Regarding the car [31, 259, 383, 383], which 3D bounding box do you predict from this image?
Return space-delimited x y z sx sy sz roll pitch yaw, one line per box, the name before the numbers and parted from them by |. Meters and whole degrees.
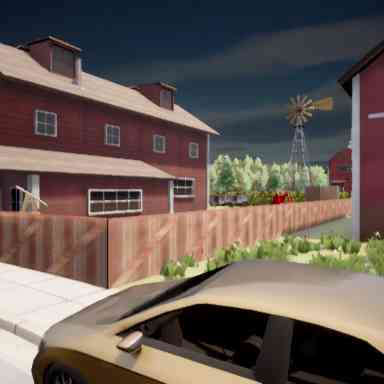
car | 0.425 1.400 2.918 4.193 1.474 1.816 0 6 33
